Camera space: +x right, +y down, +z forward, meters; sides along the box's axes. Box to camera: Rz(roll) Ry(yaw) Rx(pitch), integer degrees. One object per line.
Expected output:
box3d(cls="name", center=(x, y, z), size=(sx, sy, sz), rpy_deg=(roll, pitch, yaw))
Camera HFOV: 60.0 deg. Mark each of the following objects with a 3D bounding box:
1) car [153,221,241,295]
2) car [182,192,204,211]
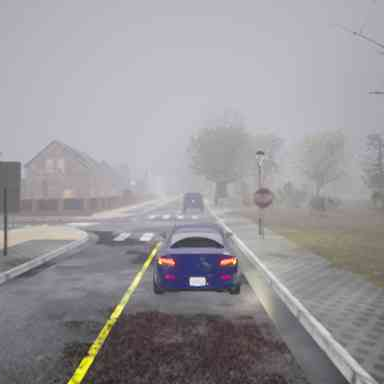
box3d(cls="car", center=(0.103, 1.471, 8.441), size=(1.812, 1.442, 4.674), rpy_deg=(0, 0, 0))
box3d(cls="car", center=(0.143, 1.017, 36.684), size=(2.150, 2.045, 5.566), rpy_deg=(0, 0, 0))
